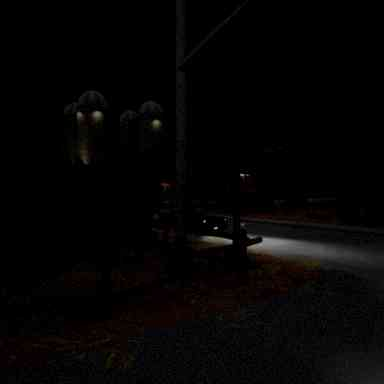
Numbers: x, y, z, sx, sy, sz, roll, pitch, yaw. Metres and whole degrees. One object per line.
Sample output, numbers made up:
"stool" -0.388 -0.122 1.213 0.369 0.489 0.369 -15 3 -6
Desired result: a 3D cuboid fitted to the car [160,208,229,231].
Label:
"car" 0.003 1.601 19.365 1.895 1.301 4.718 0 0 -35
